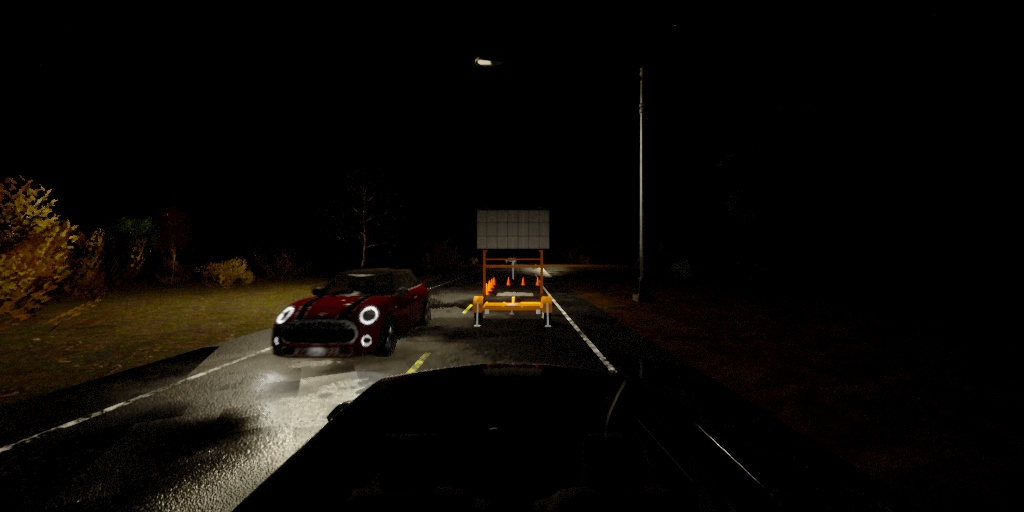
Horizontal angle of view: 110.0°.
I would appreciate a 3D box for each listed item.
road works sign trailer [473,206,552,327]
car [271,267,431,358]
[{"bbox_3d":[0.038,0.214,11.533,2.380,3.560,2.880,0,0,1],"label":"road works sign trailer"},{"bbox_3d":[-3.442,1.102,8.586,2.097,1.767,4.553,0,0,1],"label":"car"}]
